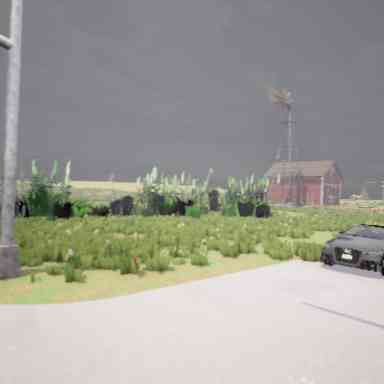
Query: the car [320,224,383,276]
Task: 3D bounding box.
[{"bbox_3d":[6.135,1.830,11.354,4.181,1.385,1.994,2,0,-43],"label":"car"}]
